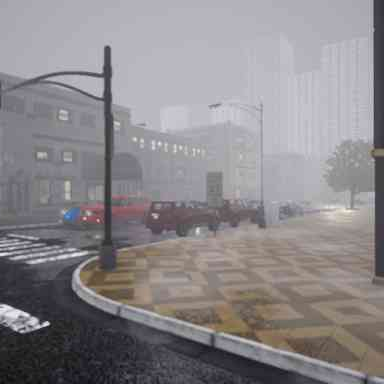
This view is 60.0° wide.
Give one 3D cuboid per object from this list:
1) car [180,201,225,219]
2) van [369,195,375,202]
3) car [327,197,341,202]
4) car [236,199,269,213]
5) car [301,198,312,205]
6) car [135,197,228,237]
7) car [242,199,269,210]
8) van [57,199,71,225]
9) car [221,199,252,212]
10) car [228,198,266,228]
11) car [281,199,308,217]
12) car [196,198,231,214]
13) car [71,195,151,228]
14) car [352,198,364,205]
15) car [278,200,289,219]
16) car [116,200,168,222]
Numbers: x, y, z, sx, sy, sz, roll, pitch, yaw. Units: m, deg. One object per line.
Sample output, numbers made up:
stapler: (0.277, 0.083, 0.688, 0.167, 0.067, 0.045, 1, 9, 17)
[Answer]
car: (1.072, 1.576, 30.219, 1.812, 1.442, 4.674, 0, 0, 36)
van: (44.400, 1.663, 81.233, 1.690, 1.788, 3.998, 0, -1, 35)
car: (34.368, 1.861, 81.578, 2.008, 1.369, 4.403, 0, -1, 35)
car: (7.112, 1.593, 38.710, 1.837, 1.490, 4.892, 0, 0, 36)
car: (21.571, 1.762, 63.565, 2.008, 1.369, 4.403, 0, 0, 35)
car: (-0.390, 1.319, 18.185, 2.192, 1.841, 5.009, 0, 0, 35)
car: (8.774, 1.669, 45.551, 2.008, 1.369, 4.403, 0, 0, 35)
van: (-7.222, 1.360, 23.036, 1.690, 1.788, 3.998, 0, 0, 35)
car: (5.574, 1.647, 41.048, 2.008, 1.369, 4.403, 0, 0, 35)
car: (2.810, 1.337, 22.688, 2.192, 1.841, 5.009, 0, 0, 35)
car: (9.209, 1.627, 31.694, 1.947, 1.339, 4.313, 0, 0, 35)
car: (2.376, 1.516, 36.546, 1.967, 1.590, 4.097, 0, 0, 35)
car: (-4.770, 1.239, 22.013, 2.150, 2.045, 5.566, 0, 0, 35)
car: (31.604, 1.771, 63.217, 2.008, 1.369, 4.403, 0, -1, 35)
car: (6.010, 1.586, 27.190, 1.887, 1.381, 4.507, 0, 0, 35)
car: (-4.023, 1.477, 27.538, 1.967, 1.590, 4.097, 0, 0, 35)
